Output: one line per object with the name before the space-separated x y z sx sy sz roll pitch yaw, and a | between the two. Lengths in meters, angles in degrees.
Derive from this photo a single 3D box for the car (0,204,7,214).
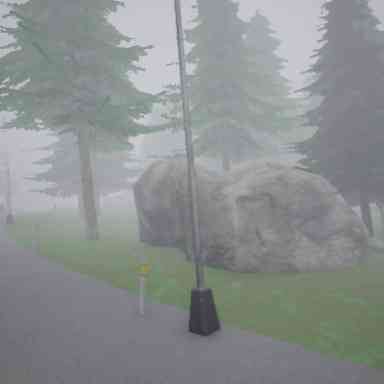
car | -21.727 1.828 35.947 2.128 1.511 4.902 -4 0 -9
